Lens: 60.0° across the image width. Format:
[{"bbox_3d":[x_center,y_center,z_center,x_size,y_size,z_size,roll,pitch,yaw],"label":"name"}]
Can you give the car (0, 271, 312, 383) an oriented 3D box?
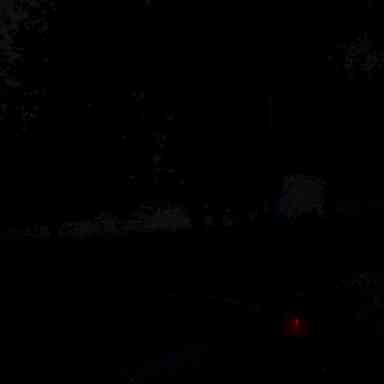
[{"bbox_3d":[-0.794,1.559,3.116,4.181,1.385,1.994,0,0,-35],"label":"car"}]
